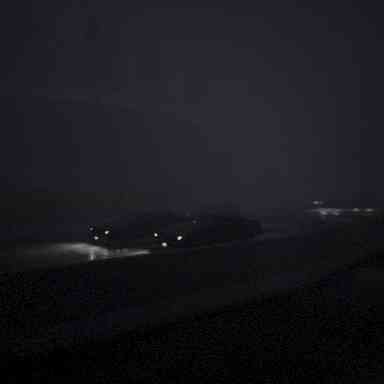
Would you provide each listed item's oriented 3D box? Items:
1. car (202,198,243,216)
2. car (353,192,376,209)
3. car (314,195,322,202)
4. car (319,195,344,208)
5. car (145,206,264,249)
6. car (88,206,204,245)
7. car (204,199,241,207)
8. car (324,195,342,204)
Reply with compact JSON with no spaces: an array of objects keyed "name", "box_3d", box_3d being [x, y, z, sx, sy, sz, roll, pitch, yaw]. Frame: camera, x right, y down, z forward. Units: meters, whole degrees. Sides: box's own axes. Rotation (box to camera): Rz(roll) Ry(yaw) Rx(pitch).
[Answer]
[{"name":"car","box_3d":[3.136,1.459,33.293,1.882,1.535,5.008,0,0,34]},{"name":"car","box_3d":[22.429,1.047,43.131,2.150,2.045,5.566,0,0,34]},{"name":"car","box_3d":[26.118,1.340,67.304,1.994,1.385,4.181,0,0,34]},{"name":"car","box_3d":[18.649,1.459,43.792,1.895,1.301,4.718,0,0,34]},{"name":"car","box_3d":[0.909,1.545,14.168,5.357,1.411,2.033,0,0,-43]},{"name":"car","box_3d":[-2.155,1.570,16.080,5.357,1.411,2.033,0,0,-43]},{"name":"car","box_3d":[1.805,1.539,25.510,2.033,1.411,5.357,0,0,38]},{"name":"car","box_3d":[25.466,1.351,60.072,2.033,1.411,5.357,0,0,34]}]
